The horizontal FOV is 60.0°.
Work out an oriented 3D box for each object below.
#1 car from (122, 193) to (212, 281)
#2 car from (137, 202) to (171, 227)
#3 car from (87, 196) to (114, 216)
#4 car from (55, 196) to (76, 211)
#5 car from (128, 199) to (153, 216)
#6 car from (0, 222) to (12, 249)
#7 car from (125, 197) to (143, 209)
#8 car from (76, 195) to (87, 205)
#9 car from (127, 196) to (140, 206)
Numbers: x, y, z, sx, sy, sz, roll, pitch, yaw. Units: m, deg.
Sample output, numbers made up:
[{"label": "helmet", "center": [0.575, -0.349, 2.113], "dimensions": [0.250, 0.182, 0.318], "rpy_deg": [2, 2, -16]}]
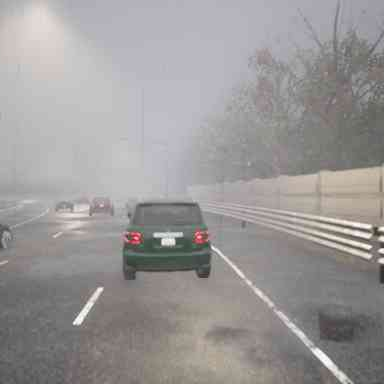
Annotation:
[{"label": "car", "center": [-0.780, 1.172, 9.947], "dimensions": [2.150, 2.045, 5.566], "rpy_deg": [0, 0, -6]}, {"label": "car", "center": [-2.734, 1.453, 22.954], "dimensions": [1.994, 1.385, 4.181], "rpy_deg": [0, 0, -12]}, {"label": "car", "center": [-8.547, 1.205, 31.278], "dimensions": [2.097, 1.767, 4.553], "rpy_deg": [0, 0, -17]}, {"label": "car", "center": [-14.548, 1.350, 37.875], "dimensions": [1.812, 1.442, 4.674], "rpy_deg": [0, 0, -22]}, {"label": "car", "center": [-5.010, 1.410, 32.088], "dimensions": [1.994, 1.385, 4.181], "rpy_deg": [0, 0, -14]}, {"label": "car", "center": [-7.817, 1.442, 11.144], "dimensions": [2.128, 1.511, 4.902], "rpy_deg": [0, 0, -6]}, {"label": "car", "center": [-7.409, 1.363, 42.095], "dimensions": [1.994, 1.385, 4.181], "rpy_deg": [0, 0, -12]}, {"label": "car", "center": [-17.511, 1.261, 52.229], "dimensions": [1.837, 1.490, 4.892], "rpy_deg": [0, 0, -29]}, {"label": "car", "center": [-9.118, 1.354, 51.720], "dimensions": [1.895, 1.301, 4.718], "rpy_deg": [0, 0, -9]}]
